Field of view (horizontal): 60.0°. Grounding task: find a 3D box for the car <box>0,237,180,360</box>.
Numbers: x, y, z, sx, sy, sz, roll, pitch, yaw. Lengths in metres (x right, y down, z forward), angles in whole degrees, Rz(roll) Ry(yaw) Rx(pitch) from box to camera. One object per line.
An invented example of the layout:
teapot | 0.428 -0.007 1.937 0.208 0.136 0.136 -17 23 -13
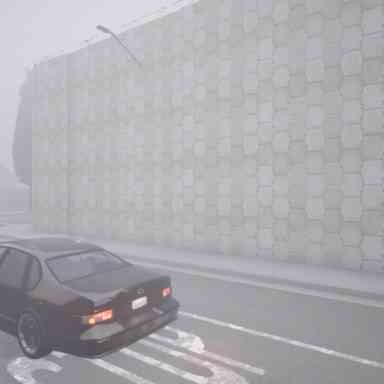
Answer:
car | -2.760 1.547 5.950 5.357 1.411 2.033 0 0 35
